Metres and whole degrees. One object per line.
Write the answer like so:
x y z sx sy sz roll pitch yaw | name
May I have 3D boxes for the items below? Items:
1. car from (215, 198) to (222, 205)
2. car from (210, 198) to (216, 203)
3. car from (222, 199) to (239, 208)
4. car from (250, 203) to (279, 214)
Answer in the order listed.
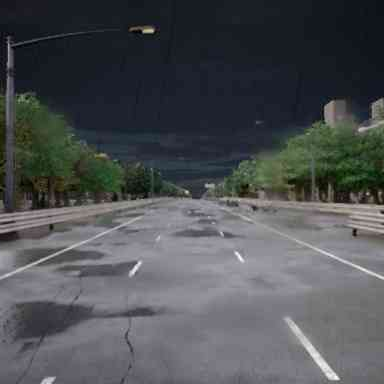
7.001 2.222 76.314 1.895 1.301 4.718 0 0 0 | car
7.046 2.345 95.224 2.128 1.511 4.902 0 -1 0 | car
6.921 1.949 57.813 1.837 1.490 4.892 -1 -1 -1 | car
8.760 1.946 40.824 1.895 1.301 4.718 0 0 -12 | car
